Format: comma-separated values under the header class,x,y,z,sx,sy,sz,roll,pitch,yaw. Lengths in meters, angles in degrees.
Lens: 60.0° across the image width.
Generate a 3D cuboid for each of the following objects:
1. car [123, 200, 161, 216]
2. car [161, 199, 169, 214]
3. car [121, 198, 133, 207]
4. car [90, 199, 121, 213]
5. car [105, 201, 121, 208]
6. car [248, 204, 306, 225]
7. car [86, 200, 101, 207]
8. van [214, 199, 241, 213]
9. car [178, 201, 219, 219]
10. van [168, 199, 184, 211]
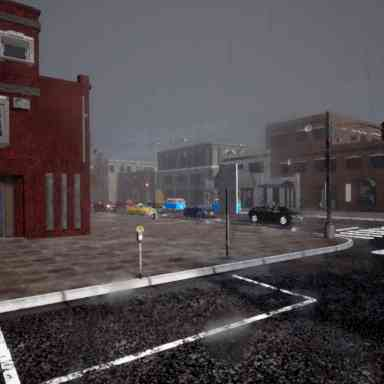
class,x,y,z,sx,sy,sz,roll,pitch,yaw
car,-5.958,2.047,39.221,1.752,1.417,4.829,-2,0,-36
car,-5.335,2.039,42.741,1.837,1.490,4.892,-1,-1,-36
car,-12.640,2.084,62.530,2.192,1.841,5.009,-2,0,-36
car,-12.735,2.001,48.501,2.192,1.841,5.009,-2,0,-36
car,-15.968,2.432,67.102,1.802,1.307,4.206,-2,0,-36
car,6.608,1.750,26.353,1.837,1.490,4.892,-1,0,-36
car,-22.640,2.594,76.246,1.802,1.307,4.206,-2,0,-36
van,4.040,1.707,39.672,1.690,1.788,3.998,-2,0,-36
car,0.785,1.950,34.354,1.994,1.385,4.181,-1,0,-35
van,-2.631,1.868,48.814,1.690,1.788,3.998,-2,0,-36
